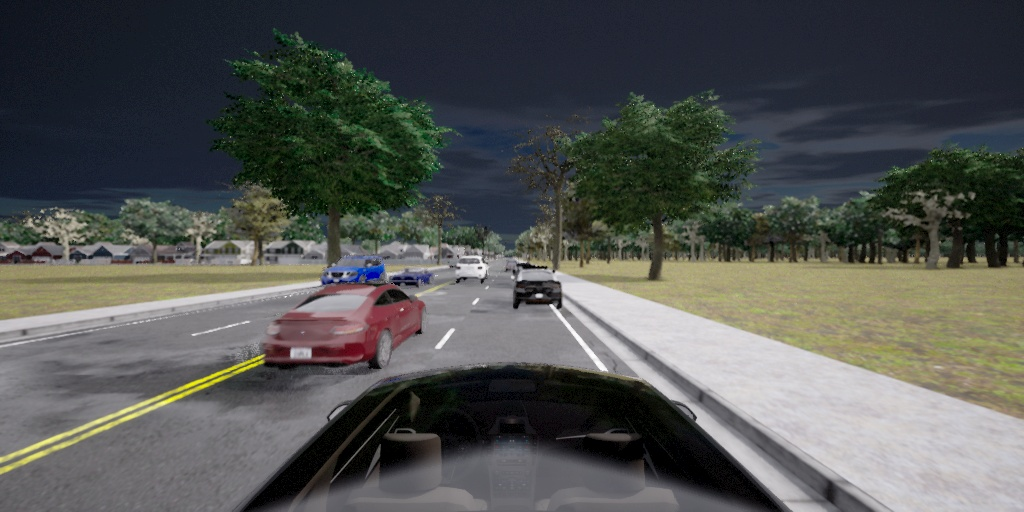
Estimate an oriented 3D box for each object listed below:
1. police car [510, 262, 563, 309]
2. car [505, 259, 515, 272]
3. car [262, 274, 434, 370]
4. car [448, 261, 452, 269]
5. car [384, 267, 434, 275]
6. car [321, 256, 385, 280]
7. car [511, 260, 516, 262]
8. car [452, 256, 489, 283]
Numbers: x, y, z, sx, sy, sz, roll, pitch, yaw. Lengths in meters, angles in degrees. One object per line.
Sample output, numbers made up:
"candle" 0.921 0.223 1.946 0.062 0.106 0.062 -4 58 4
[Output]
"police car" 0.975 1.214 15.347 1.930 1.638 5.238 0 0 0
"car" 0.005 1.464 50.637 2.033 1.411 5.357 0 0 0
"car" -3.149 1.292 7.651 1.812 1.442 4.674 0 0 0
"car" -9.807 1.469 62.411 1.837 1.490 4.892 0 0 1
"car" -6.600 1.416 23.883 1.895 1.301 4.718 0 0 0
"car" -9.852 1.033 22.866 2.150 2.045 5.566 0 0 0
"car" 0.975 1.346 31.237 1.837 1.490 4.892 0 0 0
"car" -3.150 1.054 28.950 2.150 2.045 5.566 0 0 0
